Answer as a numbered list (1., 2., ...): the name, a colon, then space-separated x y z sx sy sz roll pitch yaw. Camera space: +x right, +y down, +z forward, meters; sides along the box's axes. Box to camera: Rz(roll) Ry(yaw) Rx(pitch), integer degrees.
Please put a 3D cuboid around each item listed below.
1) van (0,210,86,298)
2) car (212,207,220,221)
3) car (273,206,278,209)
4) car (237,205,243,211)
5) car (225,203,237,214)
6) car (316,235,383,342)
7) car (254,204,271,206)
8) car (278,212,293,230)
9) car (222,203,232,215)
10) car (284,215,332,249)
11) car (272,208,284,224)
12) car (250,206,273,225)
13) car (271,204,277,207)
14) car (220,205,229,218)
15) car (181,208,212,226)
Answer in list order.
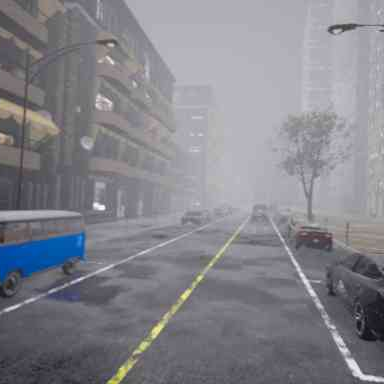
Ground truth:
1. van: -4.268 1.362 8.359 1.690 1.788 3.998 3 -1 12
2. car: 1.393 2.449 35.605 2.008 1.369 4.403 3 -1 12
3. car: 11.895 3.063 44.956 1.752 1.417 4.829 3 -1 12
4. car: 10.468 3.859 79.205 1.887 1.381 4.507 3 -1 12
5. car: 5.944 2.920 57.411 2.192 1.841 5.009 3 -1 12
6. car: 3.917 1.868 6.639 1.947 1.339 4.313 3 -1 12
7. car: 9.719 2.738 47.591 2.150 2.045 5.566 2 -1 12
8. car: 7.322 2.378 22.988 2.008 1.369 4.403 3 -1 12
9. car: 4.763 2.948 51.789 1.752 1.417 4.829 3 -1 12
10. car: 6.187 2.197 17.537 1.887 1.381 4.507 3 -1 12
11. car: 9.590 2.730 33.888 2.008 1.369 4.403 3 -1 12
12. car: 7.247 2.620 35.575 2.128 1.511 4.902 2 -1 12
13. car: 16.458 3.513 68.337 2.150 2.045 5.566 2 -1 12
14. car: 3.661 2.817 46.505 1.947 1.339 4.313 3 -1 12
15. car: 0.258 2.288 30.155 1.947 1.339 4.313 3 -1 12
